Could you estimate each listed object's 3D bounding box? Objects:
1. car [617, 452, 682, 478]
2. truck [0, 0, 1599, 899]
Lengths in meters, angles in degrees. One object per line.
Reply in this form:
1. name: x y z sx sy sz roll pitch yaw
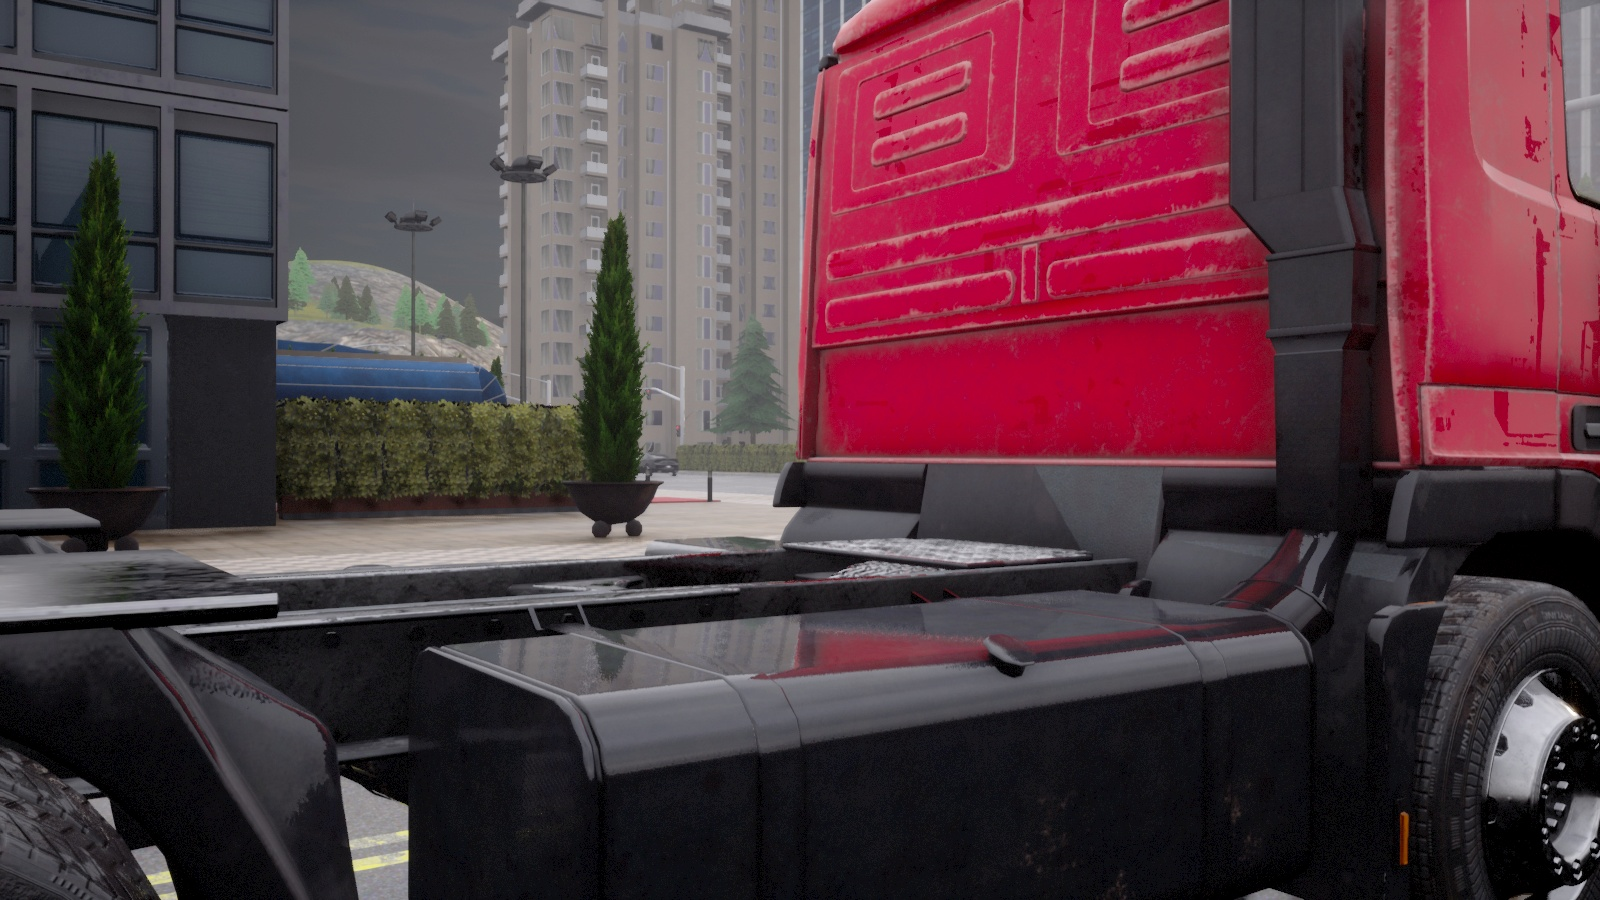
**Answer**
1. car: -9.517 0.927 79.056 1.882 1.535 5.008 0 0 -35
2. truck: -0.663 -0.228 3.201 7.936 3.462 2.891 0 0 -35
